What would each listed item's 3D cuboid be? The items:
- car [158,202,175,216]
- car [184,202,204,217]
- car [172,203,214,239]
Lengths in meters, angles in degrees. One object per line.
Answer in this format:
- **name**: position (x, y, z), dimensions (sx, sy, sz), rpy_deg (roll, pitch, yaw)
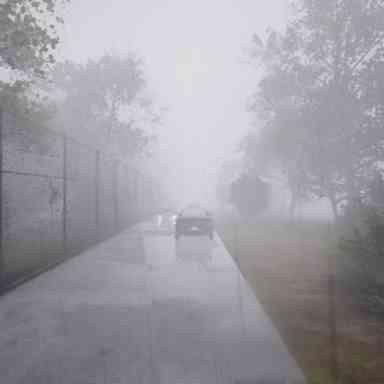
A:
- **car**: position (-2.745, 1.863, 38.438), dimensions (1.882, 1.535, 5.008), rpy_deg (0, -1, 0)
- **car**: position (0.187, 1.899, 36.690), dimensions (2.033, 1.411, 5.357), rpy_deg (0, -1, 0)
- **car**: position (0.117, 1.566, 17.944), dimensions (1.882, 1.535, 5.008), rpy_deg (0, -1, 0)
